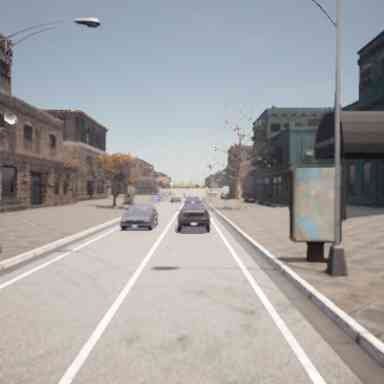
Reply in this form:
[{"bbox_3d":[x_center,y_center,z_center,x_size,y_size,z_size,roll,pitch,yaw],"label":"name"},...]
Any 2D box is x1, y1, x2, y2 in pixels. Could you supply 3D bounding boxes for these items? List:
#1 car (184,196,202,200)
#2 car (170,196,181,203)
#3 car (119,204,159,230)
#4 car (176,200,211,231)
[{"bbox_3d":[0.111,1.195,39.264,2.097,1.767,4.553,0,0,0],"label":"car"},{"bbox_3d":[-3.021,1.403,61.539,1.994,1.385,4.181,0,-1,1],"label":"car"},{"bbox_3d":[-3.094,1.479,20.669,2.033,1.411,5.357,0,0,0],"label":"car"},{"bbox_3d":[0.106,1.439,20.113,1.837,1.490,4.892,0,0,0],"label":"car"}]
